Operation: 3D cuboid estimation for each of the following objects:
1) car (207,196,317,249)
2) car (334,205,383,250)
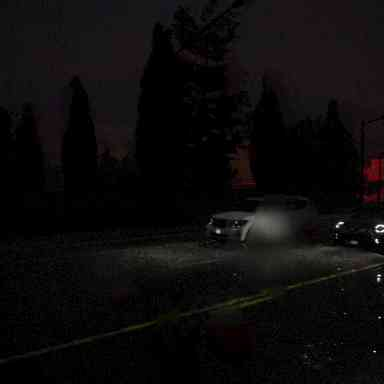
[{"bbox_3d":[3.294,1.230,14.956,5.566,2.045,2.150,0,0,-36],"label":"car"},{"bbox_3d":[8.038,1.363,14.108,4.553,1.767,2.097,0,0,-36],"label":"car"}]
